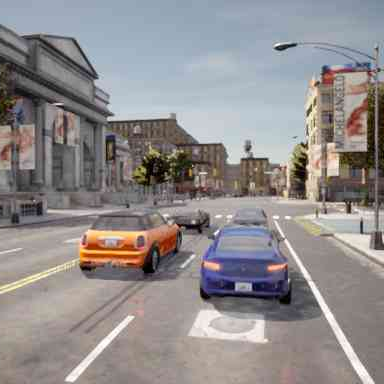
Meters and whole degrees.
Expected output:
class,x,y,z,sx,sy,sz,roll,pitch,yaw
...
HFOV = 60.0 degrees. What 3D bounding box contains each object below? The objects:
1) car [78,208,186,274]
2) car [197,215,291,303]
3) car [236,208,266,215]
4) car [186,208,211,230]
class,x,y,z,sx,sy,sz,roll,pitch,yaw
car,-1.745,1.350,10.815,2.097,1.767,4.553,0,0,10
car,1.314,1.523,8.176,1.812,1.442,4.674,0,0,10
car,3.091,1.541,17.537,2.033,1.411,5.357,0,0,11
car,-0.065,1.594,19.609,1.895,1.301,4.718,0,0,11
